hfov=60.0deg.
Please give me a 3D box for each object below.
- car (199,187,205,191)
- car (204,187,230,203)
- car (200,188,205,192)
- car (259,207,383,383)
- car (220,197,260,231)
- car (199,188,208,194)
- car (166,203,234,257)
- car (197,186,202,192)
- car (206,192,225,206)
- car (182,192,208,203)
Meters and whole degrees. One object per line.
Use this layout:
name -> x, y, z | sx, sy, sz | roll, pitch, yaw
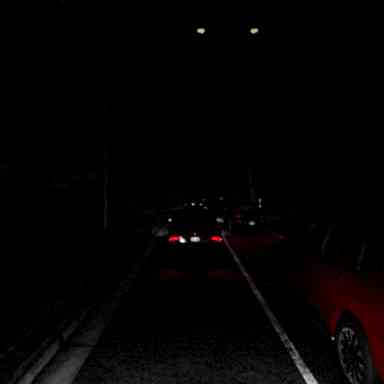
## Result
car -> 2.669, 0.374, 54.943 | 1.947, 1.339, 4.313 | 2, 2, 0
car -> 2.670, 0.681, 32.718 | 2.192, 1.841, 5.009 | 2, 1, 0
car -> 2.668, 0.521, 49.388 | 1.947, 1.339, 4.313 | 2, 2, 0
car -> 2.662, 1.240, 4.930 | 2.192, 1.841, 5.009 | 1, 1, 0
car -> 2.752, 1.218, 17.582 | 1.812, 1.442, 4.674 | 0, 1, 0
car -> 2.669, -0.197, 77.150 | 1.802, 1.307, 4.206 | 2, 1, 0
car -> 0.089, 1.348, 11.993 | 2.033, 1.411, 5.357 | 0, 1, 0
car -> 2.678, -0.174, 66.040 | 2.192, 1.841, 5.009 | 2, 2, 0
car -> 2.666, 0.781, 38.279 | 1.887, 1.381, 4.507 | 2, 1, 0
car -> 0.098, 0.991, 29.304 | 2.033, 1.411, 5.357 | 0, 1, 0
